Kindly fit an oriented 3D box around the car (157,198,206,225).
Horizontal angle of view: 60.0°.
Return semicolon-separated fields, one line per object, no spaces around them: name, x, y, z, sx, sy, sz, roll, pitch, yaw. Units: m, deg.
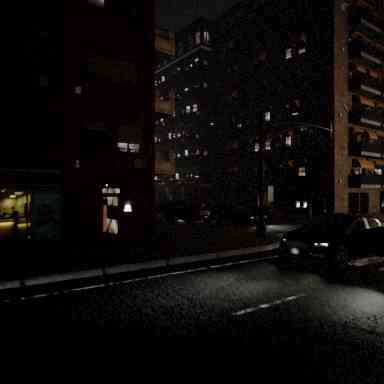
car;-0.434;1.586;27.049;2.192;1.841;5.009;-1;0;-36

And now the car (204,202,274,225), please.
car;3.536;1.779;26.338;2.033;1.411;5.357;0;-1;-34

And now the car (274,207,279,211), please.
car;6.556;1.844;32.146;1.802;1.307;4.206;-1;0;-36

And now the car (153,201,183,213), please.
car;-3.343;2.025;45.600;2.008;1.369;4.403;-1;0;-36

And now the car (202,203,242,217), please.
car;3.256;1.899;36.630;1.947;1.339;4.313;-1;0;-36

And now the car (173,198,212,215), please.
car;-0.048;1.719;41.116;2.192;1.841;5.009;-1;0;-36

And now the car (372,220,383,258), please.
car;6.839;1.519;8.533;4.892;1.490;1.837;1;-1;-35

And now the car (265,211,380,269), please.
car;5.035;1.503;11.231;4.902;1.511;2.128;1;0;-35

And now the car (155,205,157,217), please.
car;-2.340;1.862;34.266;1.837;1.490;4.892;0;-1;-37
